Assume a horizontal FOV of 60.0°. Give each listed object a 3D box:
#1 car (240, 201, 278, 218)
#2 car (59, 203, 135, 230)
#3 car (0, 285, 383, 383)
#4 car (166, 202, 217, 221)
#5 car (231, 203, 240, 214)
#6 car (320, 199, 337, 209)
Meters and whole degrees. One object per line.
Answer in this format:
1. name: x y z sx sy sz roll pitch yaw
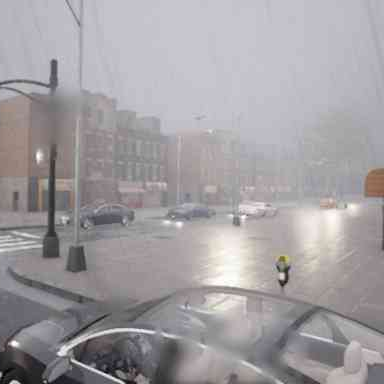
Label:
1. car: 6.920 1.762 32.942 1.812 1.442 4.674 2 1 36
2. car: -5.672 1.414 20.450 2.128 1.511 4.902 2 1 36
3. car: 0.051 1.529 2.761 4.403 1.369 2.008 1 2 36
4. car: 0.080 1.601 28.462 2.033 1.411 5.357 2 1 36
5. car: 6.077 1.701 36.784 1.812 1.442 4.674 2 1 36
6. car: 22.364 1.827 54.396 1.882 1.535 5.008 2 1 36
